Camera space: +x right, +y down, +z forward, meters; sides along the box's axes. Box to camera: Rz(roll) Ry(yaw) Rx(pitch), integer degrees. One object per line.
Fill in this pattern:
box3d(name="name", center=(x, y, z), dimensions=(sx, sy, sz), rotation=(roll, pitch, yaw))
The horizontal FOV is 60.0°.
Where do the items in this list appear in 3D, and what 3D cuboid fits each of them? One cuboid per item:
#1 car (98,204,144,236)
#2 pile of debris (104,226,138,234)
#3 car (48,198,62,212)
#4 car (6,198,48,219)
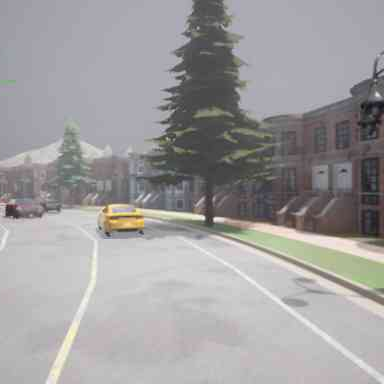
box3d(name="car", center=(-3.962, 1.399, 18.112), dimensions=(1.882, 1.535, 5.008), rotation=(0, 0, -21))
box3d(name="pile of debris", center=(-3.959, 2.095, 18.396), dimensions=(1.500, 0.140, 1.860), rotation=(0, 0, -23))
box3d(name="car", center=(-15.427, 1.384, 34.922), dimensions=(2.128, 1.511, 4.902), rotation=(-1, 0, -45))
box3d(name="car", center=(-14.082, 1.276, 27.942), dimensions=(2.097, 1.767, 4.553), rotation=(-1, 0, -40))
